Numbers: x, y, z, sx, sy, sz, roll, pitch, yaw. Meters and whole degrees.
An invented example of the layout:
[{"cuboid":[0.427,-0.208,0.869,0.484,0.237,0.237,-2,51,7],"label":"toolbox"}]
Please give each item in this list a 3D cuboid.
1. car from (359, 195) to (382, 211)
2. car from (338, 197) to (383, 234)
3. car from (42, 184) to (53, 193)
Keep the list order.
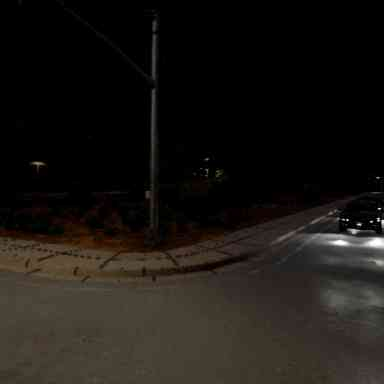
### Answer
[{"cuboid":[18.541,1.086,34.419,1.994,1.385,4.181,1,1,30],"label":"car"},{"cuboid":[8.967,1.233,17.565,1.837,1.490,4.892,1,1,30],"label":"car"},{"cuboid":[-31.549,-0.752,72.954,1.905,1.878,3.866,6,1,-17],"label":"car"}]
